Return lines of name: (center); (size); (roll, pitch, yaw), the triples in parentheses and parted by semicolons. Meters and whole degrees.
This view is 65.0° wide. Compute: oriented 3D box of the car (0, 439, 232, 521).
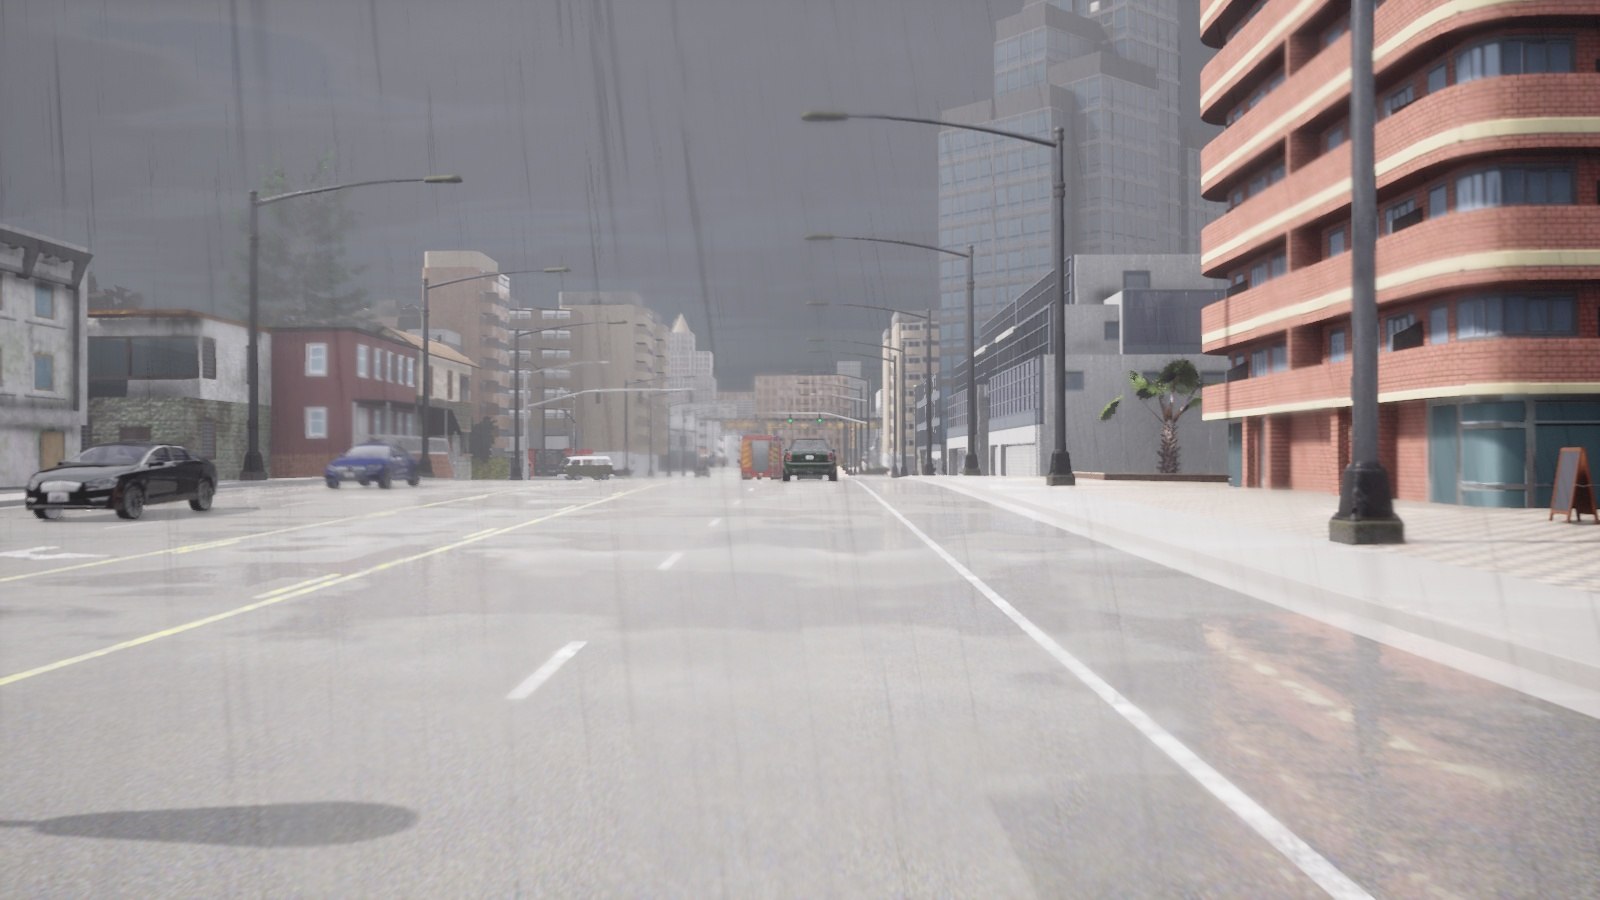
car: (-13.799, 0.536, 25.673); (2.128, 1.511, 4.902); (0, 1, 0)

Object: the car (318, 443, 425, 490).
car: (-13.693, 0.489, 40.421); (1.812, 1.442, 4.674); (0, 0, 0)

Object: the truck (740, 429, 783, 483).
truck: (-2.807, 0.492, 94.230); (2.891, 3.827, 8.468); (0, -1, 0)

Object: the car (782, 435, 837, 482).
car: (0.373, 0.342, 49.600); (2.097, 1.767, 4.553); (0, -1, 0)
